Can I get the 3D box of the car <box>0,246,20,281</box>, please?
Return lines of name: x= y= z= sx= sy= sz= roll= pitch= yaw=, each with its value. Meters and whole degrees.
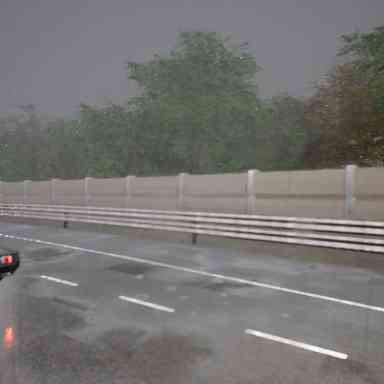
car: x=-6.469 y=1.603 z=8.499 sx=4.718 sy=1.301 sz=1.895 roll=0 pitch=0 yaw=36
